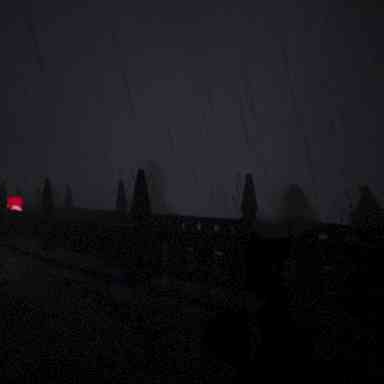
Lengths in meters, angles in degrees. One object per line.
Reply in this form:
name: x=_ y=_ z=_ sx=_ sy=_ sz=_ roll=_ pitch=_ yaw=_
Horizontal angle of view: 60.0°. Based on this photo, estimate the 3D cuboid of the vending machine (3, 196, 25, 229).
vending machine: x=-11.675 y=1.299 z=21.825 sx=1.100 sy=2.100 sz=0.880 roll=0 pitch=0 yaw=-37
